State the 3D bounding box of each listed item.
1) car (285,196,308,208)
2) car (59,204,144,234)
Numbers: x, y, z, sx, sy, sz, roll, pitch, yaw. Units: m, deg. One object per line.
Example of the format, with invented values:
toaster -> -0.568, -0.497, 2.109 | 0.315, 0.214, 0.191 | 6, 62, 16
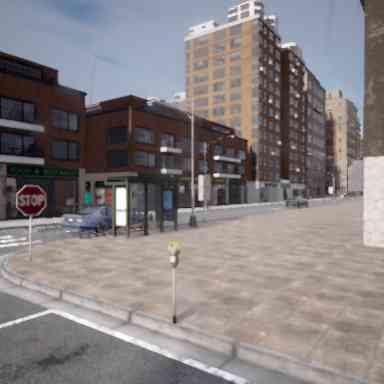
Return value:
car -> 13.703, 1.261, 43.469 | 2.128, 1.511, 4.902 | 0, 0, 36
car -> -4.347, 1.376, 17.940 | 2.033, 1.411, 5.357 | 0, 0, 35
